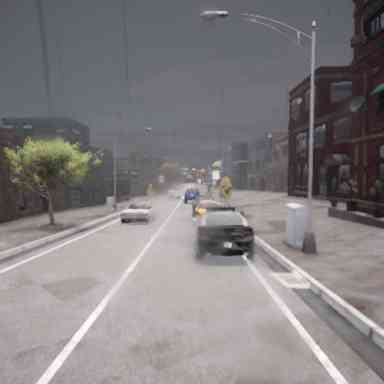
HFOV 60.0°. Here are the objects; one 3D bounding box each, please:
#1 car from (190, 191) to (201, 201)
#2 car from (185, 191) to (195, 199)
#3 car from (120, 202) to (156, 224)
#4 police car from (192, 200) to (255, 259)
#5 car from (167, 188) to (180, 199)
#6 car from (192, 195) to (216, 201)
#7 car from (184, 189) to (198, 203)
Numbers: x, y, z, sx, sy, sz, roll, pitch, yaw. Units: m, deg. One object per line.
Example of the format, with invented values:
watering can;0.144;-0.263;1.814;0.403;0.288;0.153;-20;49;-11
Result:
car;1.059;1.032;28.265;2.097;1.767;4.553;0;1;0
car;-0.321;0.502;62.960;1.812;1.442;4.674;0;1;0
car;-3.591;1.377;22.729;1.895;1.301;4.718;0;1;0
police car;1.054;1.336;12.399;1.930;1.638;5.238;0;1;0
car;-3.470;0.197;63.378;2.150;2.045;5.566;0;1;1
car;1.058;1.235;22.483;1.801;1.575;5.366;0;1;0
car;0.015;0.521;47.022;2.150;2.045;5.566;0;1;0
